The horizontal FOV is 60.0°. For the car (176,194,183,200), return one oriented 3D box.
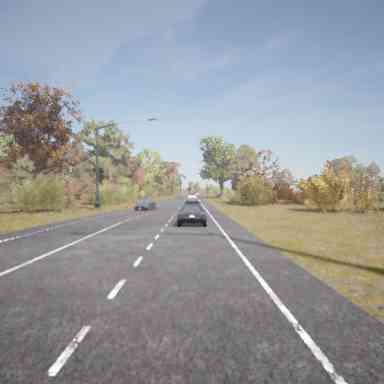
[{"bbox_3d":[-3.498,1.359,94.744,1.837,1.490,4.892,0,0,0],"label":"car"}]

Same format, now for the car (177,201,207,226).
[{"bbox_3d":[0.004,1.559,23.701,1.994,1.385,4.181,0,0,0],"label":"car"}]

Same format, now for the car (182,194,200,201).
[{"bbox_3d":[0.004,1.450,42.944,1.882,1.535,5.008,0,0,0],"label":"car"}]

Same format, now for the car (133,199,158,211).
[{"bbox_3d":[-5.562,1.536,40.522,2.033,1.411,5.357,0,0,8],"label":"car"}]

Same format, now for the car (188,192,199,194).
[{"bbox_3d":[0.002,1.130,76.598,2.150,2.045,5.566,0,0,0],"label":"car"}]
